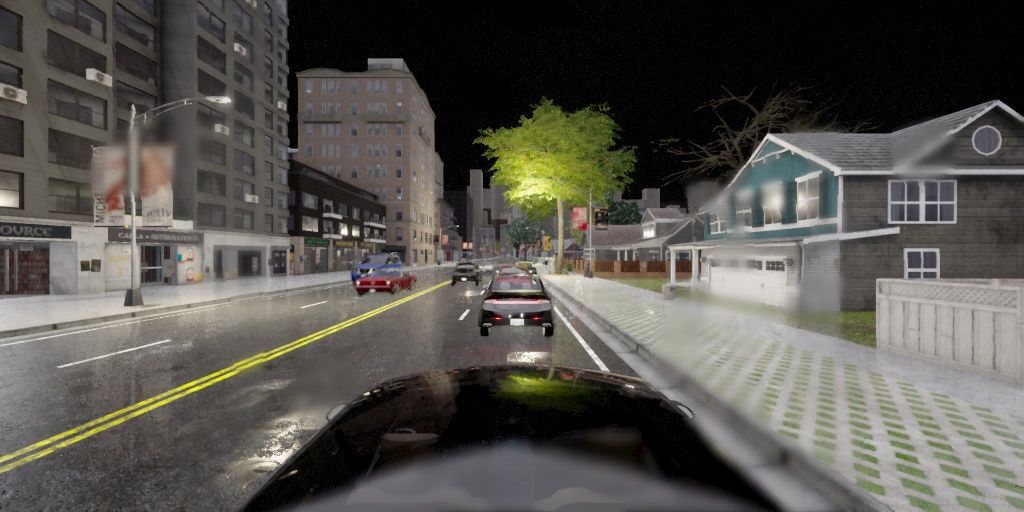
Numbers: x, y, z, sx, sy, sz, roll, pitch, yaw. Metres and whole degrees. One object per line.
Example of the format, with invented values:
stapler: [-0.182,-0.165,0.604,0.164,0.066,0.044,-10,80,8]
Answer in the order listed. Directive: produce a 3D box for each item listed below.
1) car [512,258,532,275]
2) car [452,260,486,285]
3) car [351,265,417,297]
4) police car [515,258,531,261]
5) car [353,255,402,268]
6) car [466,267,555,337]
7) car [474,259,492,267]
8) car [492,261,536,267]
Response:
car: [1.013,1.067,39.417,2.097,1.767,4.553,0,0,0]
car: [-3.122,1.240,25.738,1.837,1.490,4.892,0,0,0]
car: [-6.581,1.342,19.145,1.895,1.301,4.718,0,0,0]
police car: [1.004,1.155,29.557,1.930,1.638,5.238,0,0,0]
car: [-9.825,0.954,26.564,2.150,2.045,5.566,0,0,0]
car: [0.112,1.239,10.324,2.128,1.511,4.902,0,0,0]
car: [-3.109,1.314,41.693,1.895,1.301,4.718,0,0,0]
car: [0.119,1.218,19.828,1.882,1.535,5.008,0,0,0]
